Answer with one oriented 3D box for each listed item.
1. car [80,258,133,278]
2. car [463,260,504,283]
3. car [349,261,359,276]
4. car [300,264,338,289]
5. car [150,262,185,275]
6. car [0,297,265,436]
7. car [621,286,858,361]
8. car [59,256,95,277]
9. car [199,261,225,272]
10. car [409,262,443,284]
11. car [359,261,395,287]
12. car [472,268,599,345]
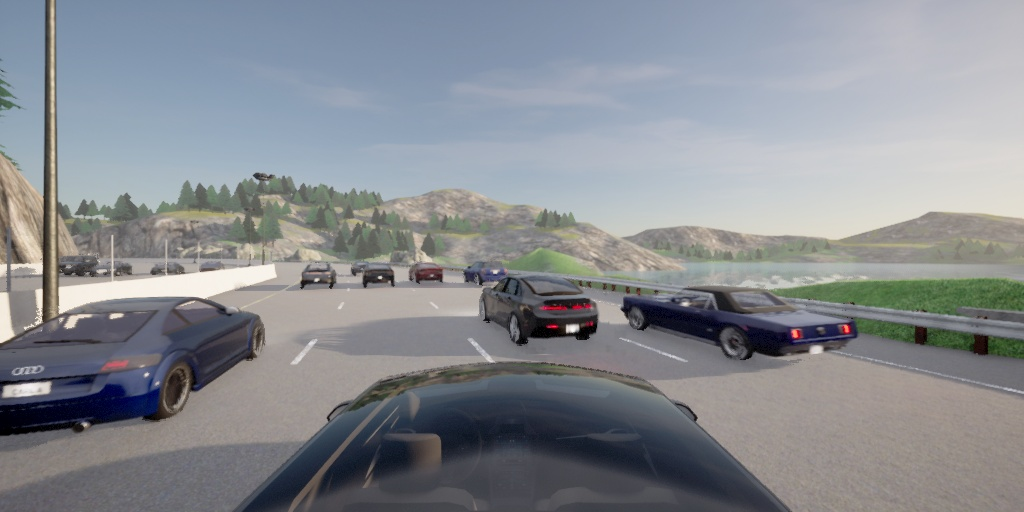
[{"bbox_3d":[-38.308,1.239,34.374,2.128,1.511,4.902,0,0,-31],"label":"car"},{"bbox_3d":[-1.954,1.094,25.357,2.097,1.767,4.553,0,0,-24],"label":"car"},{"bbox_3d":[-15.765,1.267,37.545,1.812,1.442,4.674,0,0,-29],"label":"car"},{"bbox_3d":[-12.609,1.237,23.504,2.128,1.511,4.902,0,0,-24],"label":"car"},{"bbox_3d":[-36.388,1.310,37.983,1.994,1.385,4.181,0,0,-31],"label":"car"},{"bbox_3d":[-5.509,1.314,5.518,1.994,1.385,4.181,0,0,-18],"label":"car"},{"bbox_3d":[4.633,1.347,8.380,1.895,1.301,4.718,0,0,-18],"label":"car"},{"bbox_3d":[-42.749,0.975,34.996,2.150,2.045,5.566,0,0,-32],"label":"car"},{"bbox_3d":[-33.716,1.292,40.338,2.033,1.411,5.357,0,0,-32],"label":"car"},{"bbox_3d":[-6.594,1.220,27.184,1.882,1.535,5.008,0,0,-24],"label":"car"},{"bbox_3d":[-9.205,1.222,24.475,1.882,1.535,5.008,0,-1,-24],"label":"car"},{"bbox_3d":[0.458,1.252,9.705,1.837,1.490,4.892,0,0,-19],"label":"car"}]
